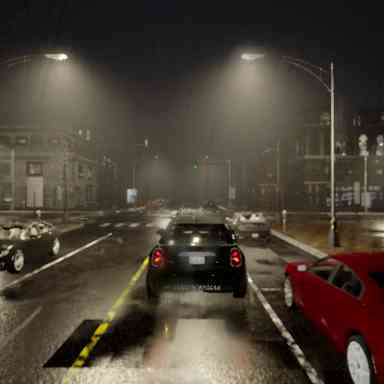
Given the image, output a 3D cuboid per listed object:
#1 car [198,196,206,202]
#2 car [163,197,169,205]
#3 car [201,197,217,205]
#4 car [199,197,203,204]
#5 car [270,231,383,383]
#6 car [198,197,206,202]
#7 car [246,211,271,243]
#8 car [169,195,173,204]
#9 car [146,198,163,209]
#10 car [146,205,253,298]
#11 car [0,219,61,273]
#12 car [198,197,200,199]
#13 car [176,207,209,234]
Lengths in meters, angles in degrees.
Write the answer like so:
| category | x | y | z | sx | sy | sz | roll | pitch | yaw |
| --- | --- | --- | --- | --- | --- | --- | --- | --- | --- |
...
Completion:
| category | x | y | z | sx | sy | sz | roll | pitch | yaw |
| --- | --- | --- | --- | --- | --- | --- | --- | --- | --- |
| car | 2.684 | 1.892 | 87.433 | 1.967 | 1.590 | 4.097 | 0 | 0 | 0 |
| car | -5.694 | 1.856 | 59.836 | 2.008 | 1.369 | 4.403 | 0 | 0 | 0 |
| car | 2.688 | 1.814 | 48.780 | 1.947 | 1.339 | 4.313 | 0 | 0 | 0 |
| car | 2.687 | 1.887 | 59.822 | 1.802 | 1.307 | 4.206 | 0 | 0 | 0 |
| car | 2.693 | 1.571 | 5.007 | 1.887 | 1.381 | 4.507 | 0 | 0 | 0 |
| car | 2.683 | 2.033 | 92.955 | 2.008 | 1.369 | 4.403 | 0 | 0 | 0 |
| car | 2.692 | 1.634 | 16.390 | 2.008 | 1.369 | 4.403 | 0 | 0 | 0 |
| car | -5.695 | 1.803 | 70.880 | 1.967 | 1.590 | 4.097 | 0 | 0 | 0 |
| car | -5.693 | 1.831 | 48.792 | 1.802 | 1.307 | 4.206 | 0 | 0 | 0 |
| car | 0.098 | 1.397 | 8.765 | 2.097 | 1.767 | 4.553 | 0 | 0 | 0 |
| car | -5.688 | 1.606 | 10.715 | 2.008 | 1.369 | 4.403 | 0 | 0 | 0 |
| car | 2.685 | 1.943 | 76.389 | 2.008 | 1.369 | 4.403 | 0 | 0 | 0 |
| car | -0.063 | 1.709 | 21.156 | 1.895 | 1.301 | 4.718 | 0 | 0 | -2 |
